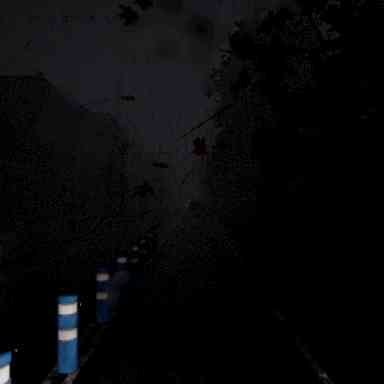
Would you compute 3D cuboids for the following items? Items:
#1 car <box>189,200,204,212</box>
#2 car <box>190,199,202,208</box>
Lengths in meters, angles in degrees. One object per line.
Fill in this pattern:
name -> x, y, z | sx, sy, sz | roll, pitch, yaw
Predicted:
car -> 0.612, 1.889, 44.035 | 1.994, 1.385, 4.181 | 0, 0, 1
car -> 0.706, 1.945, 56.176 | 1.895, 1.301, 4.718 | 0, 1, 1
